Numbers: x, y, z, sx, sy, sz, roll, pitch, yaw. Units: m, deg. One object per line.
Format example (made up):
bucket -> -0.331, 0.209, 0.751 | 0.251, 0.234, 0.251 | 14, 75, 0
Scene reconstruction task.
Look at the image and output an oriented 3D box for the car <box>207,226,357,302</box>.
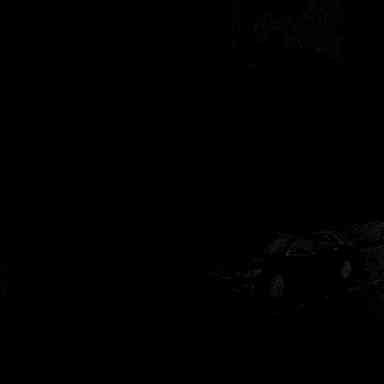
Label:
car -> 2.355, 1.568, 8.217 | 4.403, 1.369, 2.008 | 0, 0, -36
